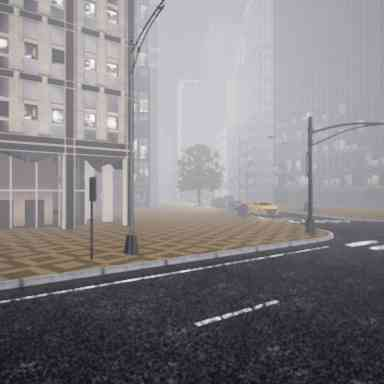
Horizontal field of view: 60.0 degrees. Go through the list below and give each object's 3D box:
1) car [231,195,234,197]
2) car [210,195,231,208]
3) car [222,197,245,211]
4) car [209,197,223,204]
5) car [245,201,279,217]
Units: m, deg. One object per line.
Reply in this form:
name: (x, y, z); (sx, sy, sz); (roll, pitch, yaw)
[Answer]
car: (6.688, 1.626, 63.323); (2.150, 2.045, 5.566); (0, 0, -7)
car: (4.592, 1.697, 55.615); (2.097, 1.767, 4.553); (0, 0, -7)
car: (6.013, 1.807, 44.716); (2.033, 1.411, 5.357); (0, 0, -7)
car: (5.335, 1.928, 73.618); (2.033, 1.411, 5.357); (0, 0, -7)
car: (7.360, 1.660, 34.470); (1.882, 1.535, 5.008); (0, 0, -8)
